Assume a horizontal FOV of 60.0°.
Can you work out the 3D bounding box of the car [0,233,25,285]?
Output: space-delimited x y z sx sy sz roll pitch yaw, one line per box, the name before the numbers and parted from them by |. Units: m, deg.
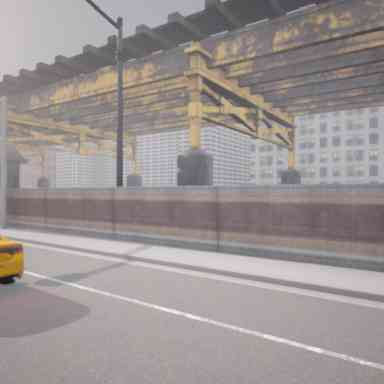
car | -6.206 1.497 8.376 5.008 1.535 1.882 0 0 36
